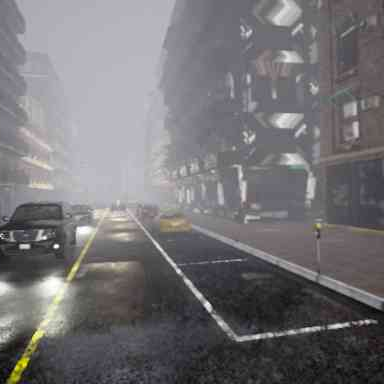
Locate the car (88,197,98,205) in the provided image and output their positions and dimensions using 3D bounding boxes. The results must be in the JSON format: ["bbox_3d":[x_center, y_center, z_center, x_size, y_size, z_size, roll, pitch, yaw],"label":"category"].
[{"bbox_3d":[-24.665,2.335,83.100,2.192,1.841,5.009,-2,0,-13],"label":"car"}]

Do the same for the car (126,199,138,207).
[{"bbox_3d":[-11.418,2.097,62.886,2.008,1.369,4.403,-2,0,-13],"label":"car"}]

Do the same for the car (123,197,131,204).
[{"bbox_3d":[-17.758,2.303,90.472,1.967,1.590,4.097,-2,0,-13],"label":"car"}]

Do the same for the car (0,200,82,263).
[{"bbox_3d":[-6.022,1.421,13.467,2.150,2.045,5.566,-2,0,-13],"label":"car"}]

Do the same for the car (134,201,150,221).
[{"bbox_3d":[-3.814,1.739,29.776,1.887,1.381,4.507,-2,0,-13],"label":"car"}]

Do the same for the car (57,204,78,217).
[{"bbox_3d":[-14.517,2.118,38.954,1.802,1.307,4.206,-2,0,-13],"label":"car"}]

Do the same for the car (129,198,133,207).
[{"bbox_3d":[-10.151,2.038,57.367,2.008,1.369,4.403,-2,0,-13],"label":"car"}]

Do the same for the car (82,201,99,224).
[{"bbox_3d":[-9.371,1.838,28.172,2.128,1.511,4.902,-2,0,-13],"label":"car"}]

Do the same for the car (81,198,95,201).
[{"bbox_3d":[-19.595,2.086,61.030,2.192,1.841,5.009,-2,0,-13],"label":"car"}]

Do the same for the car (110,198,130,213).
[{"bbox_3d":[-9.796,1.915,44.255,2.128,1.511,4.902,-2,0,-13],"label":"car"}]

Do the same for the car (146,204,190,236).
[{"bbox_3d":[-1.318,1.611,18.907,1.752,1.417,4.829,-2,0,-13],"label":"car"}]

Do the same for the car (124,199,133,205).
[{"bbox_3d":[-15.221,2.309,79.440,1.802,1.307,4.206,-2,0,-13],"label":"car"}]

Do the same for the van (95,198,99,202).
[{"bbox_3d":[-23.396,2.293,77.584,1.690,1.788,3.998,-2,0,-13],"label":"van"}]

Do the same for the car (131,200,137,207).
[{"bbox_3d":[-5.082,1.797,35.293,1.887,1.381,4.507,-2,0,-13],"label":"car"}]

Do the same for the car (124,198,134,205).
[{"bbox_3d":[-13.957,2.105,73.921,1.967,1.590,4.097,-2,0,-13],"label":"car"}]

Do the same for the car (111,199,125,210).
[{"bbox_3d":[-12.118,2.022,54.354,2.128,1.511,4.902,-2,0,-13],"label":"car"}]

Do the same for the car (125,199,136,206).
[{"bbox_3d":[-12.687,2.149,68.404,1.887,1.381,4.507,-2,0,-13],"label":"car"}]
